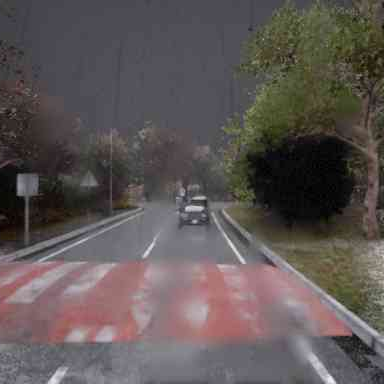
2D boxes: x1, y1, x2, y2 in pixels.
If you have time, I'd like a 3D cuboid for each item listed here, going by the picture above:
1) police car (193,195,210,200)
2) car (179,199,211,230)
[{"bbox_3d":[0.963,1.129,37.385,1.930,1.638,5.238,0,-1,6],"label":"police car"},{"bbox_3d":[0.158,1.391,20.148,1.812,1.442,4.674,0,1,0],"label":"car"}]
